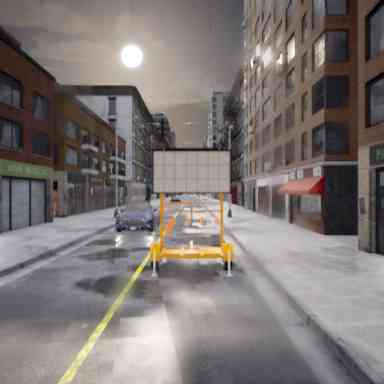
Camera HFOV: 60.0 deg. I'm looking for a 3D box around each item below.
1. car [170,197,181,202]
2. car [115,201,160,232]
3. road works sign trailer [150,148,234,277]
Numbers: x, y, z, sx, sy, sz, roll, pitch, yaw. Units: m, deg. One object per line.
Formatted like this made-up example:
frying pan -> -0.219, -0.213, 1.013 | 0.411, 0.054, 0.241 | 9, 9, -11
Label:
car -> -3.108, 1.575, 62.575 | 1.895, 1.301, 4.718 | 0, 0, 1
car -> -3.117, 1.335, 19.822 | 2.097, 1.767, 4.553 | 0, 0, 0
road works sign trailer -> -0.008, 0.454, 10.223 | 2.380, 3.560, 2.880 | 0, 0, 0
